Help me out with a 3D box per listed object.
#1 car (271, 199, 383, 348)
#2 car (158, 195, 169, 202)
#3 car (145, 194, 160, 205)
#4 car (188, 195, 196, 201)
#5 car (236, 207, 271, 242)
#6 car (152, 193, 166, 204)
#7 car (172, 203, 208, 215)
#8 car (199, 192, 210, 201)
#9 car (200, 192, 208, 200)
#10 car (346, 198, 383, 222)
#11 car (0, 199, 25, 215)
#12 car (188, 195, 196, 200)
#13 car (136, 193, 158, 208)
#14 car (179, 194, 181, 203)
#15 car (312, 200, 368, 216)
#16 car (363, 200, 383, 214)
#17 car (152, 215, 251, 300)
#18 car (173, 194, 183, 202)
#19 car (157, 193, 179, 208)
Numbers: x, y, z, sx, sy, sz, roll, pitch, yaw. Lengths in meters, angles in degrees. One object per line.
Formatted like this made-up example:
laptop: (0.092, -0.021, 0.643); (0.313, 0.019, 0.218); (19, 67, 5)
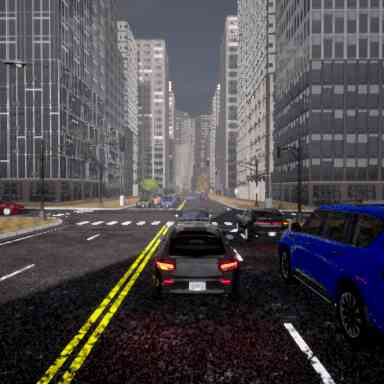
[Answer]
car: (3.349, 1.218, 6.413); (2.150, 2.045, 5.566); (0, 0, 0)
car: (-6.554, 1.467, 76.482); (2.033, 1.411, 5.357); (0, 0, 0)
car: (-6.624, 1.306, 56.473); (2.097, 1.767, 4.553); (0, 0, 0)
car: (-0.056, 1.461, 80.807); (2.033, 1.411, 5.357); (0, 0, 0)
car: (3.339, 1.495, 16.273); (1.837, 1.490, 4.892); (0, 0, 0)
car: (-6.577, 1.163, 66.002); (2.150, 2.045, 5.566); (0, 0, 1)
car: (0.089, 1.537, 17.544); (2.033, 1.411, 5.357); (0, 0, 0)
car: (3.195, 1.439, 79.589); (1.812, 1.442, 4.674); (0, 0, 0)
car: (3.188, 0.964, 89.619); (2.150, 2.045, 5.566); (0, 0, 0)
car: (16.181, 1.518, 28.391); (5.009, 1.841, 2.192); (1, 0, 1)
car: (-18.539, 1.329, 31.516); (5.008, 1.535, 1.882); (1, 1, 1)
car: (-0.063, 1.457, 90.703); (1.994, 1.385, 4.181); (0, 0, 0)
car: (-6.660, 1.316, 47.835); (2.097, 1.767, 4.553); (0, 0, 1)
car: (-3.374, 1.500, 57.355); (2.033, 1.411, 5.357); (0, 0, 0)
car: (15.147, 1.607, 34.176); (4.892, 1.490, 1.837); (1, 1, 0)
car: (21.784, 1.641, 36.682); (4.829, 1.417, 1.752); (1, 0, 1)
car: (0.093, 1.521, 8.270); (1.812, 1.442, 4.674); (0, 0, 0)
car: (-3.304, 1.281, 77.379); (2.097, 1.767, 4.553); (0, 0, 0)
car: (-3.378, 1.316, 47.882); (2.097, 1.767, 4.553); (0, 0, 0)
